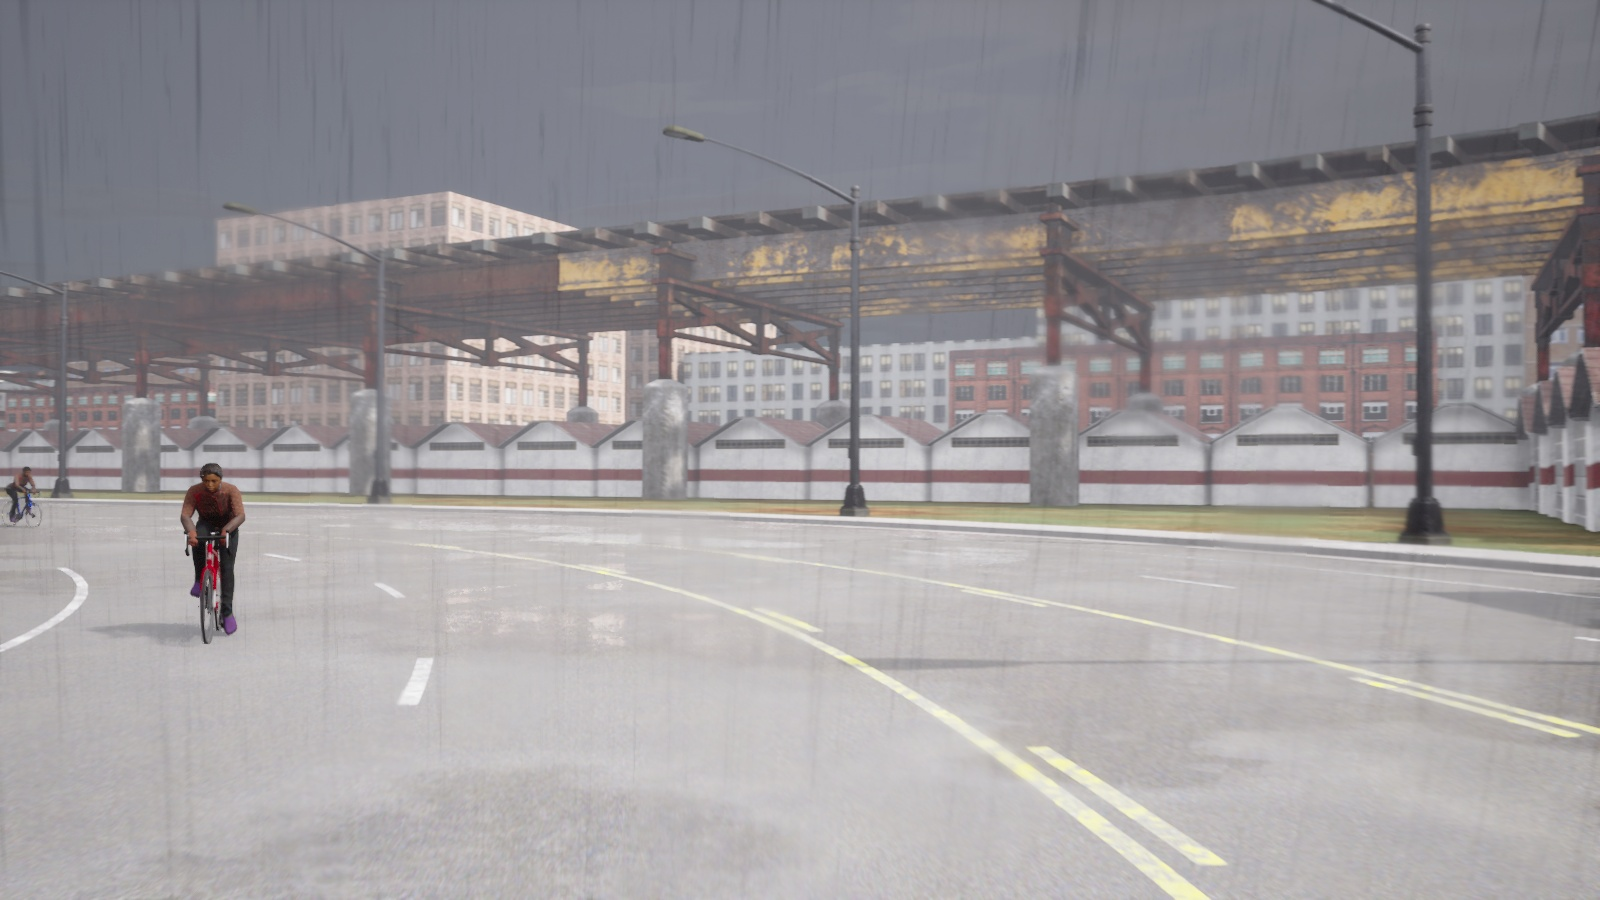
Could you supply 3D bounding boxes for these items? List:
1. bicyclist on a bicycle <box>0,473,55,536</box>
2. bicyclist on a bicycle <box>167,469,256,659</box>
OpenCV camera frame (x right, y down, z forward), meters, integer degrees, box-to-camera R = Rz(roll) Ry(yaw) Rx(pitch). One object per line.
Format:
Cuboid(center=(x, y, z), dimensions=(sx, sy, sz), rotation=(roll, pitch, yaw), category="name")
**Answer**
Cuboid(center=(-20.477, 1.425, 33.125), dimensions=(1.656, 1.620, 0.582), rotation=(0, -1, 26), category="bicyclist on a bicycle")
Cuboid(center=(-5.434, 0.990, 11.663), dimensions=(0.582, 1.620, 1.656), rotation=(0, -1, -19), category="bicyclist on a bicycle")
